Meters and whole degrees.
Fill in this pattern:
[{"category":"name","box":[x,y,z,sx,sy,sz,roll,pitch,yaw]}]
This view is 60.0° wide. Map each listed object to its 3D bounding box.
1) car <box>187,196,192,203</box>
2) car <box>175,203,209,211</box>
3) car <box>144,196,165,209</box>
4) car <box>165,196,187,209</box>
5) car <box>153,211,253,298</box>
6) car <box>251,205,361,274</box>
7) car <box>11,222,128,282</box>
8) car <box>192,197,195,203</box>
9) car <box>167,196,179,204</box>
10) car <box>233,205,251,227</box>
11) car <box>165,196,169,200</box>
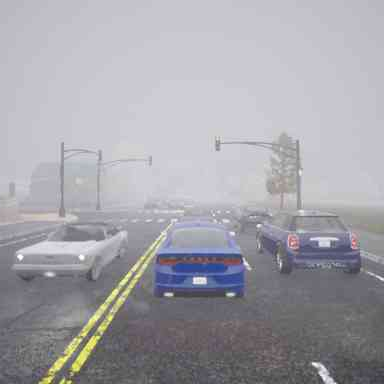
[{"category":"car","box":[-1.486,1.659,57.440,1.994,1.385,4.181,0,0,3]},{"category":"car","box":[0.307,1.562,18.411,2.033,1.411,5.357,0,0,1]},{"category":"car","box":[-5.389,1.576,46.255,1.837,1.490,4.892,0,0,3]},{"category":"car","box":[-2.133,1.669,46.358,1.895,1.301,4.718,0,0,3]},{"category":"car","box":[0.160,1.483,8.598,1.882,1.535,5.008,0,0,0]},{"category":"car","box":[3.439,1.358,10.694,2.097,1.767,4.553,0,0,1]},{"category":"car","box":[-3.280,1.608,9.932,1.895,1.301,4.718,0,0,1]},{"category":"car","box":[-0.557,1.657,69.698,1.812,1.442,4.674,0,0,4]},{"category":"car","box":[-3.838,1.615,69.419,1.882,1.535,5.008,0,0,4]},{"category":"car","box":[3.596,1.520,19.846,1.837,1.490,4.892,0,0,1]},{"category":"car","box":[-4.781,1.450,56.771,2.097,1.767,4.553,0,0,3]}]
